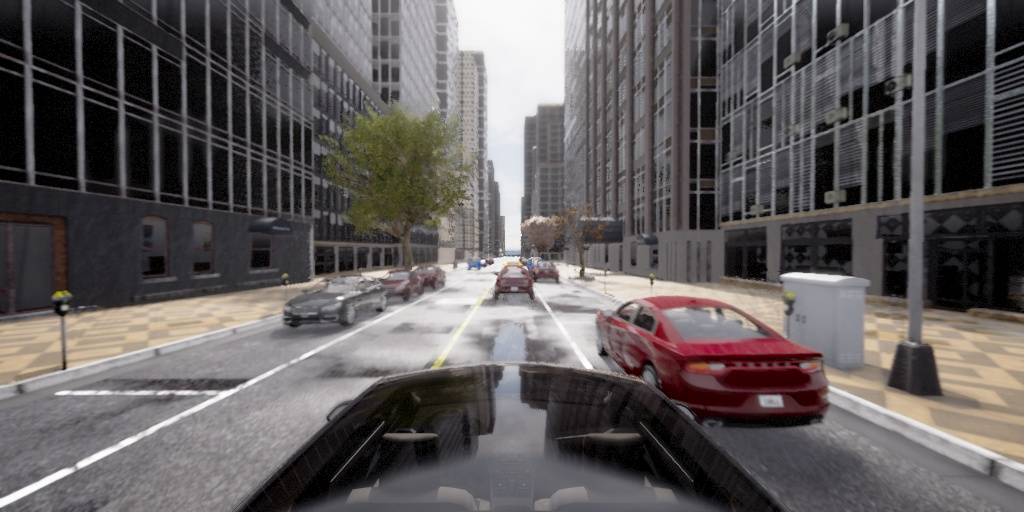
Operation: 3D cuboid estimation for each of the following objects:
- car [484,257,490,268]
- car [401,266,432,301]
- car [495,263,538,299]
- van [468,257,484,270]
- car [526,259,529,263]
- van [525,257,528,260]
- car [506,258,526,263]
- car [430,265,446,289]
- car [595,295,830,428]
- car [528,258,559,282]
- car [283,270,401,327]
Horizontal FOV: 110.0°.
[{"bbox_3d":[-5.297,1.288,62.225,1.948,1.339,4.313,0,0,0],"label":"car"},{"bbox_3d":[-5.311,1.324,17.035,1.802,1.307,4.207,0,0,0],"label":"car"},{"bbox_3d":[0.106,1.267,17.919,1.812,1.442,4.674,0,0,0],"label":"car"},{"bbox_3d":[-5.301,1.068,50.927,1.690,1.789,3.998,0,0,0],"label":"van"},{"bbox_3d":[2.575,1.280,34.010,1.888,1.381,4.507,0,0,0],"label":"car"},{"bbox_3d":[2.577,1.073,39.659,1.690,1.789,3.998,0,0,0],"label":"van"},{"bbox_3d":[0.112,1.211,36.596,1.882,1.535,5.008,0,0,0],"label":"car"},{"bbox_3d":[-5.309,1.284,22.683,1.888,1.381,4.507,0,0,0],"label":"car"},{"bbox_3d":[2.566,1.293,5.767,1.888,1.381,4.507,0,0,0],"label":"car"},{"bbox_3d":[2.573,1.177,28.362,1.967,1.591,4.097,0,0,0],"label":"car"},{"bbox_3d":[-5.313,1.295,11.386,2.007,1.370,4.403,0,0,0],"label":"car"}]
